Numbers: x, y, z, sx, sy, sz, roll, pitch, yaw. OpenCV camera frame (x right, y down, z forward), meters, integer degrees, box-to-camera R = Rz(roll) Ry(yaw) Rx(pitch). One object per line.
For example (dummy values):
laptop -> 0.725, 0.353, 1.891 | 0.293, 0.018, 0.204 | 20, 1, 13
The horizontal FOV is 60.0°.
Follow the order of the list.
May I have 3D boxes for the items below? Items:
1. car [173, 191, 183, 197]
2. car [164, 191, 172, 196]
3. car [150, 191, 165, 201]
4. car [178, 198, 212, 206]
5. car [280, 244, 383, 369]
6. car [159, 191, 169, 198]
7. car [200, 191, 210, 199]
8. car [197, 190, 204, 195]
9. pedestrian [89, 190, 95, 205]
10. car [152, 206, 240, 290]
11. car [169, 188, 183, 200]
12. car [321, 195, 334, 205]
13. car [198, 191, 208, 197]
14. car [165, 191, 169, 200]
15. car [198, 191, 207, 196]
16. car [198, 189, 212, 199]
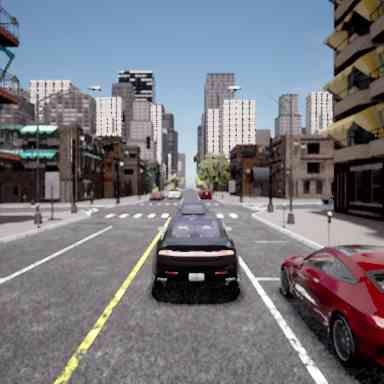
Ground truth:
car -> -3.179, 0.439, 76.047 | 1.994, 1.385, 4.181 | 0, 1, 0
car -> -5.882, 0.385, 82.162 | 1.802, 1.307, 4.206 | 0, 1, 0
car -> -5.905, 0.732, 54.540 | 1.887, 1.381, 4.507 | 0, 1, 0
car -> 0.058, 1.280, 18.502 | 1.994, 1.385, 4.181 | 0, 1, 0
car -> 2.679, 1.497, 5.336 | 1.802, 1.307, 4.206 | 0, 1, 0
car -> -5.855, 0.482, 70.941 | 1.752, 1.417, 4.829 | 0, 1, 0
car -> 2.537, 0.597, 65.607 | 1.947, 1.339, 4.313 | 0, 1, 0
car -> 2.472, 0.236, 93.230 | 1.802, 1.307, 4.206 | 0, 1, 0
pedestrian -> -12.610, 0.656, 41.779 | 0.375, 1.860, 0.375 | 0, 1, 0
car -> 0.080, 1.356, 8.705 | 2.128, 1.511, 4.902 | 0, 1, 0
car -> -3.187, 0.320, 60.737 | 2.150, 2.045, 5.566 | 0, 1, 0
car -> 17.397, 0.766, 38.914 | 4.313, 1.339, 1.947 | -1, 1, 0
car -> 2.511, 0.443, 76.657 | 1.947, 1.339, 4.313 | 0, 1, 0
car -> -5.830, 0.675, 60.062 | 1.947, 1.339, 4.313 | 0, 1, 0
car -> 2.498, 0.353, 82.181 | 2.008, 1.369, 4.403 | 0, 1, 0
car -> 2.551, 0.423, 60.078 | 2.192, 1.841, 5.009 | 0, 1, 0
